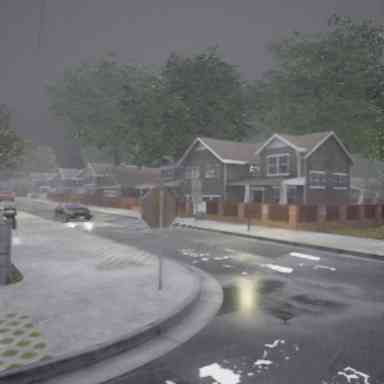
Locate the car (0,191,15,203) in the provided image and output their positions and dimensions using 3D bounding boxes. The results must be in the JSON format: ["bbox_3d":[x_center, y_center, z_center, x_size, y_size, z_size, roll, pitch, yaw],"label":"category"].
[{"bbox_3d":[-32.709,0.789,58.621,2.150,2.045,5.566,1,0,-36],"label":"car"}]

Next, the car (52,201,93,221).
[{"bbox_3d":[-9.408,1.432,25.898,2.033,1.411,5.357,1,0,-35],"label":"car"}]
